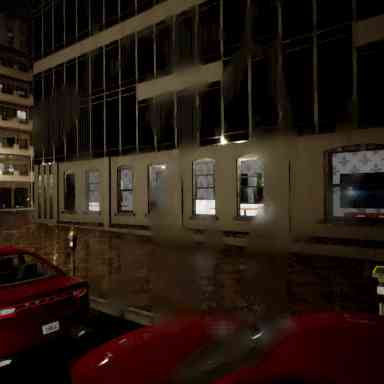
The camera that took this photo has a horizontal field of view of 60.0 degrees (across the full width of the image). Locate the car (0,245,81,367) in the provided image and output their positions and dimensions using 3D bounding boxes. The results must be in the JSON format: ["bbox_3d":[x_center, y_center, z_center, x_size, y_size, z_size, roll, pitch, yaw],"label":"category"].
[{"bbox_3d":[-3.561,1.546,5.414,4.507,1.381,1.887,0,-1,35],"label":"car"}]

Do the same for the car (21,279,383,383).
[{"bbox_3d":[1.016,1.545,2.158,4.507,1.381,1.887,0,-1,35],"label":"car"}]
